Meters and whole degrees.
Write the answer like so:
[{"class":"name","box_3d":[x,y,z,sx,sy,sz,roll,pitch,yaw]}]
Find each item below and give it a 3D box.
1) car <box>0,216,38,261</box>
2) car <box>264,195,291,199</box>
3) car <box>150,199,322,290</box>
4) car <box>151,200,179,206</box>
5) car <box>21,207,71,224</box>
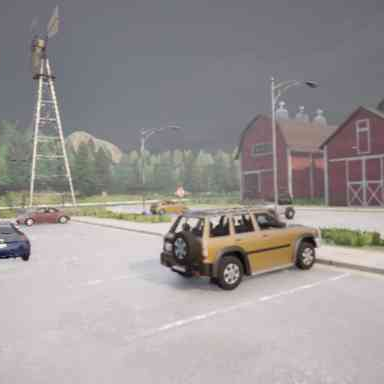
[{"class":"car","box_3d":[-7.458,1.798,12.569,1.994,1.385,4.181,-2,0,-36]},{"class":"car","box_3d":[6.051,1.159,25.056,3.866,1.878,1.905,-2,0,-36]},{"class":"car","box_3d":[1.406,1.278,8.997,4.605,1.855,1.932,-2,0,-36]},{"class":"car","box_3d":[-2.380,1.615,35.584,4.193,1.474,1.816,-2,0,-36]},{"class":"car","box_3d":[-12.037,1.909,27.005,3.905,1.438,1.784,-2,0,-36]}]
